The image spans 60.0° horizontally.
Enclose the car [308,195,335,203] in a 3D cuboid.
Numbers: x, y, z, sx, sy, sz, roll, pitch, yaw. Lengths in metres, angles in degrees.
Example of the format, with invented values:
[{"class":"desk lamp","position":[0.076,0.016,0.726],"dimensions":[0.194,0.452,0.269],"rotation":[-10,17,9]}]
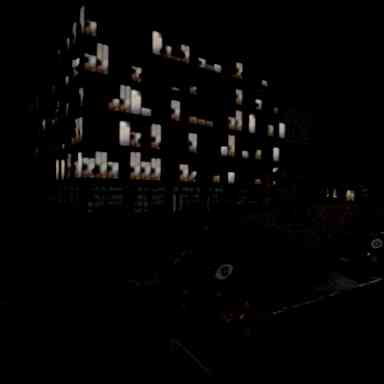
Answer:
[{"class":"car","position":[28.800,1.547,72.845],"dimensions":[2.192,1.841,5.009],"rotation":[1,-1,-35]}]

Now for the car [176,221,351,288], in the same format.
[{"class":"car","position":[1.518,1.442,7.597],"dimensions":[4.097,1.590,1.967],"rotation":[0,1,-36]}]

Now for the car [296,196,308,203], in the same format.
[{"class":"car","position":[25.610,1.698,77.388],"dimensions":[1.967,1.590,4.097],"rotation":[1,-1,-35]}]

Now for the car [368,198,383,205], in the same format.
[{"class":"car","position":[35.805,1.757,62.814],"dimensions":[1.802,1.307,4.206],"rotation":[1,-1,-35]}]

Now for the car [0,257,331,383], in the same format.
[{"class":"car","position":[-1.128,1.601,2.573],"dimensions":[4.718,1.301,1.895],"rotation":[0,0,-36]}]

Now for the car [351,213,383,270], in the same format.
[{"class":"car","position":[6.118,1.443,10.872],"dimensions":[4.097,1.590,1.967],"rotation":[0,1,-36]}]
